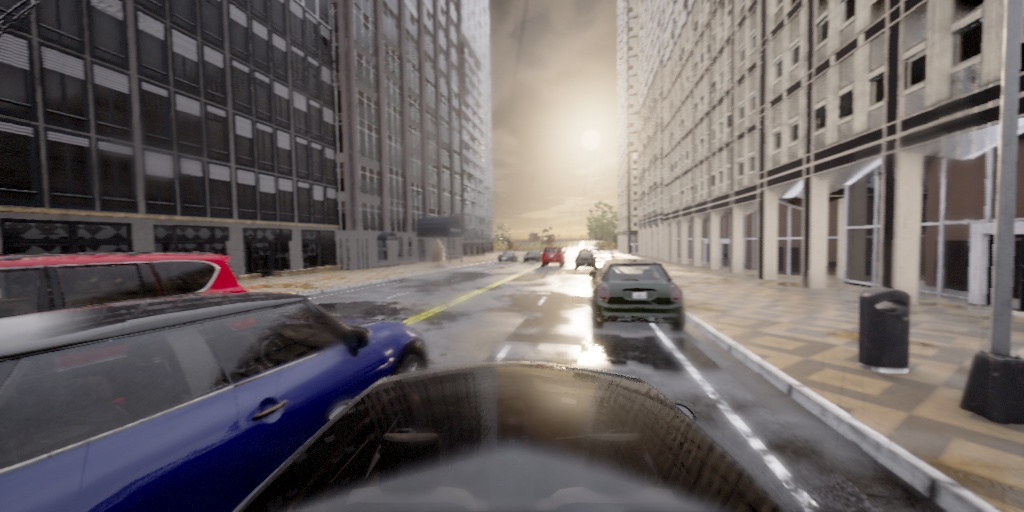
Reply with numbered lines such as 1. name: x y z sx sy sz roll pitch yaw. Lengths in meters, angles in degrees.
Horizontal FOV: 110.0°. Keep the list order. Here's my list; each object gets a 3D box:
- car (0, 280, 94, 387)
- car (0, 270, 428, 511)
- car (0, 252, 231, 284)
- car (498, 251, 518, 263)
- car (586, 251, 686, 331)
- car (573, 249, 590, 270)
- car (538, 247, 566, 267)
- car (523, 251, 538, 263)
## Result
1. car: -9.095 1.295 4.284 1.882 1.535 5.008 -1 1 11
2. car: -2.497 1.102 3.142 2.097 1.767 4.553 -1 1 11
3. car: -5.855 1.002 3.926 2.150 2.045 5.566 -1 1 11
4. car: -0.509 0.144 46.818 2.128 1.511 4.902 -1 1 12
5. car: 3.299 0.847 10.196 2.097 1.767 4.553 -1 1 11
6. car: 6.512 0.429 31.754 1.837 1.490 4.892 -1 2 12
7. car: 4.393 0.035 37.381 2.150 2.045 5.566 -1 1 11
8. car: 2.636 0.133 45.976 1.837 1.490 4.892 -1 1 12
